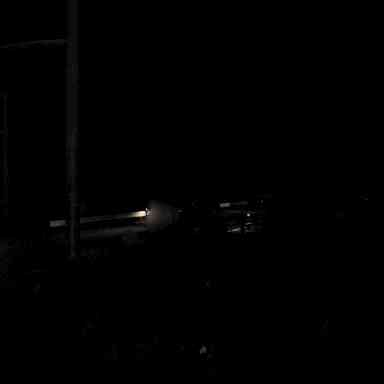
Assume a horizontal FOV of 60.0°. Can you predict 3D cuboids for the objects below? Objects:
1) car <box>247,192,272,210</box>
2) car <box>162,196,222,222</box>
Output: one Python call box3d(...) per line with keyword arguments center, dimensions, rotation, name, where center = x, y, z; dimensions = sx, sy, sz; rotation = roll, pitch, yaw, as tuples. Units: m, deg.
box3d(center=(6.951, 0.779, 30.655), dimensions=(1.882, 1.535, 5.008), rotation=(0, 1, 42), name="car")
box3d(center=(0.074, 1.091, 22.957), dimensions=(2.128, 1.511, 4.902), rotation=(0, 3, 41), name="car")
